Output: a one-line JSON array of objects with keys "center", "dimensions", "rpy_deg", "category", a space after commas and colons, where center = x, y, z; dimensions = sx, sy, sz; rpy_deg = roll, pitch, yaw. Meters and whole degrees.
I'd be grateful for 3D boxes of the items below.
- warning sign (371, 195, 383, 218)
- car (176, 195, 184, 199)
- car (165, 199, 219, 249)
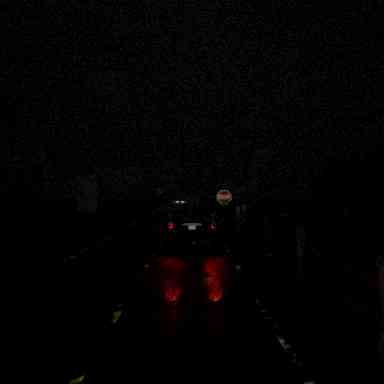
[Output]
[{"center": [15.867, 1.202, 27.821], "dimensions": [1.060, 1.860, 1.300], "rpy_deg": [0, 1, 0], "category": "warning sign"}, {"center": [-2.750, 1.429, 78.547], "dimensions": [2.033, 1.411, 5.357], "rpy_deg": [0, 0, 0], "category": "car"}, {"center": [0.000, 1.358, 14.621], "dimensions": [2.097, 1.767, 4.553], "rpy_deg": [0, 0, 0], "category": "car"}]
